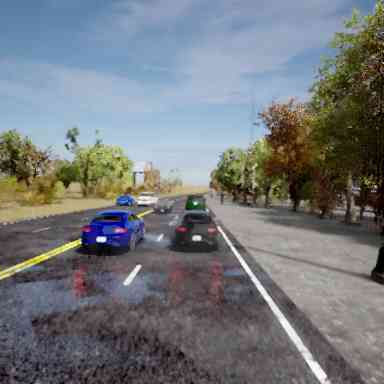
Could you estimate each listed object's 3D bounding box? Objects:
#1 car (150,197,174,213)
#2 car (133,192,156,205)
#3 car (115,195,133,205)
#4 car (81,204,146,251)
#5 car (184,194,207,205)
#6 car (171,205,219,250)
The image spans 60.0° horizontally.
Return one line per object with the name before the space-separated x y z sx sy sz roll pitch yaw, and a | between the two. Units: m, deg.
car | -2.879 1.515 34.775 1.895 1.301 4.718 2 0 1
car | -6.172 1.016 46.204 2.150 2.045 5.566 2 0 1
car | -9.413 1.168 46.997 1.882 1.535 5.008 2 0 1
car | -3.061 1.449 13.600 1.812 1.442 4.674 2 0 0
car | 0.376 1.228 35.317 2.150 2.045 5.566 1 1 0
car | 0.195 1.538 14.685 1.812 1.442 4.674 1 0 0
